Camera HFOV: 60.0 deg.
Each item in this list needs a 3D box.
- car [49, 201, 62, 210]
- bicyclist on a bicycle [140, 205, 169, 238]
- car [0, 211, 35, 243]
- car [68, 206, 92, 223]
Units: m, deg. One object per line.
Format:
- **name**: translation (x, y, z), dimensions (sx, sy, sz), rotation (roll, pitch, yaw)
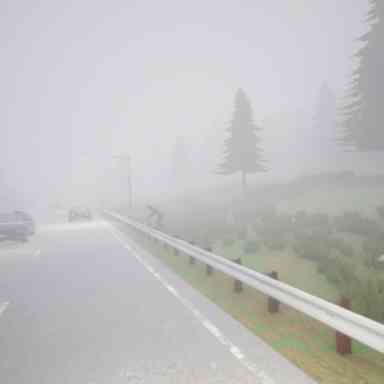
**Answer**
- **car**: translation (-24.208, 2.295, 59.047), dimensions (1.882, 1.535, 5.008), rotation (-2, 0, -19)
- **bicyclist on a bicycle**: translation (-1.880, 1.438, 16.711), dimensions (1.656, 1.620, 0.582), rotation (-8, 2, -19)
- **car**: translation (-9.766, 1.821, 18.071), dimensions (1.882, 1.535, 5.008), rotation (-2, 1, -19)
- **car**: translation (-10.037, 1.927, 29.776), dimensions (1.895, 1.301, 4.718), rotation (-2, 0, -19)
